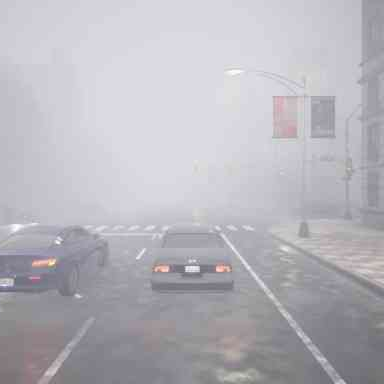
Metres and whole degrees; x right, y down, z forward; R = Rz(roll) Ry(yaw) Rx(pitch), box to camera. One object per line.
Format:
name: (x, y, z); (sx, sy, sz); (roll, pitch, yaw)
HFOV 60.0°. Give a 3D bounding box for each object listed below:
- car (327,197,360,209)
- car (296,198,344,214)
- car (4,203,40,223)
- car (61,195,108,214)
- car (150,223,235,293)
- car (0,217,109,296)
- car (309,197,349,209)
car: (19.033, 1.526, 42.749); (4.674, 1.442, 1.812); (0, 0, 0)
car: (13.032, 1.564, 34.525); (4.181, 1.385, 1.994); (0, 0, 0)
car: (-12.855, 1.564, 25.056); (1.994, 1.385, 4.181); (0, 0, -35)
car: (-11.044, 1.352, 34.420); (4.553, 1.767, 2.097); (0, 0, 0)
car: (0.002, 1.547, 8.986); (2.033, 1.411, 5.357); (0, 0, 0)
car: (-3.496, 1.526, 8.536); (1.812, 1.442, 4.674); (0, 0, 0)
car: (19.011, 1.505, 46.242); (4.892, 1.490, 1.837); (0, 0, 0)
